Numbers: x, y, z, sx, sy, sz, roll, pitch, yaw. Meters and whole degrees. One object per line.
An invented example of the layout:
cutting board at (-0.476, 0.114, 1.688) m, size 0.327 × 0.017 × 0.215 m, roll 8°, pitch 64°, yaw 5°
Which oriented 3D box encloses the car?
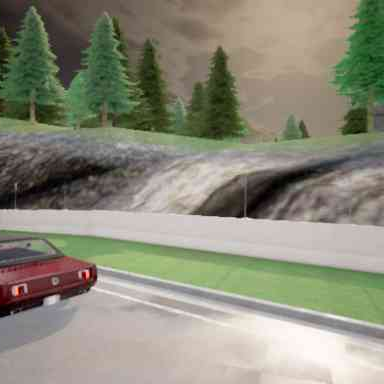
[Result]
car at (-4.219, 1.569, 7.034) m, size 4.718 × 1.301 × 1.895 m, roll 0°, pitch 0°, yaw 36°
